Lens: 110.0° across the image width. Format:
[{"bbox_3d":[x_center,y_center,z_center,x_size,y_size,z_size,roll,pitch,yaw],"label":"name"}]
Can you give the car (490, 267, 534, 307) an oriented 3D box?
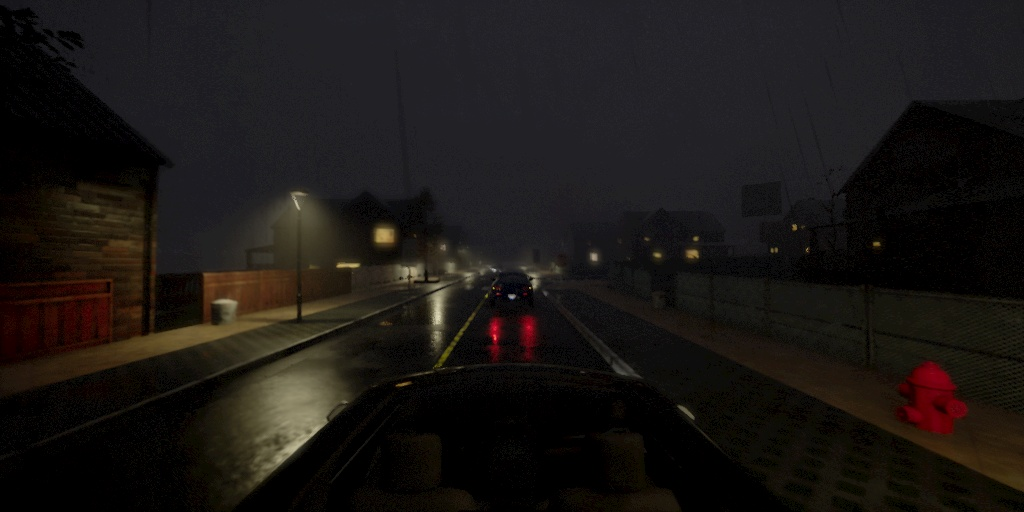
[{"bbox_3d":[0.002,1.415,16.249,1.812,1.442,4.674,0,0,0],"label":"car"}]
